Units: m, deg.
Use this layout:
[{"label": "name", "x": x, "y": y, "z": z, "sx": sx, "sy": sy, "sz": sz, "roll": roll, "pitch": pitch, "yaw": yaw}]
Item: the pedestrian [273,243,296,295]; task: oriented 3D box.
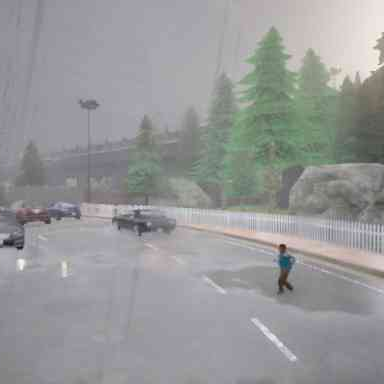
[{"label": "pedestrian", "x": 2.026, "y": 1.673, "z": 7.195, "sx": 0.500, "sy": 1.100, "sz": 0.500, "roll": 0, "pitch": 0, "yaw": -14}]

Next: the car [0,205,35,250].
[{"label": "car", "x": -8.121, "y": 1.490, "z": 13.665, "sx": 2.128, "sy": 1.511, "sz": 4.902, "roll": 0, "pitch": 0, "yaw": -34}]

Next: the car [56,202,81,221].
[{"label": "car", "x": -10.734, "y": 1.524, "z": 27.224, "sx": 1.812, "sy": 1.442, "sz": 4.674, "roll": 0, "pitch": 0, "yaw": -45}]

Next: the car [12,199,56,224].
[{"label": "car", "x": -11.801, "y": 1.351, "z": 23.492, "sx": 4.553, "sy": 1.767, "sz": 2.097, "roll": 0, "pitch": 0, "yaw": 44}]

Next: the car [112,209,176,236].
[{"label": "car", "x": -2.800, "y": 1.600, "z": 18.414, "sx": 1.895, "sy": 1.301, "sz": 4.718, "roll": 0, "pitch": 0, "yaw": -33}]
